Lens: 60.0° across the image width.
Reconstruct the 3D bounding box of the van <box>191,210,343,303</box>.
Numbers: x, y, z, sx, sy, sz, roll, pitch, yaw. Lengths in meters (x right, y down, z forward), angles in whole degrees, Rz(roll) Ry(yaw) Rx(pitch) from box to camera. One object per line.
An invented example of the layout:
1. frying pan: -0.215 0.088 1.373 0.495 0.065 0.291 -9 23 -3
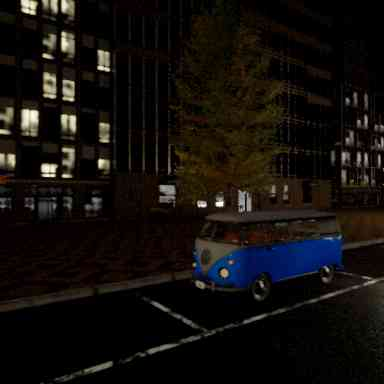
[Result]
1. van: 1.881 1.341 7.902 3.998 1.788 1.690 0 0 -35
